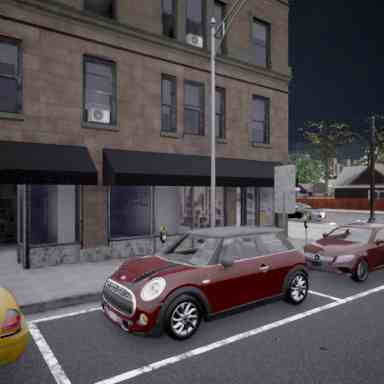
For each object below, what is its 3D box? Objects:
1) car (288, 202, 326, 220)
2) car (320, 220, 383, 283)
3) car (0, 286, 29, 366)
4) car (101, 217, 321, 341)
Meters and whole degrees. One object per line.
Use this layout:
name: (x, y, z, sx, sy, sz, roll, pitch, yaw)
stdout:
car: (8.447, 1.591, 27.078, 2.128, 1.511, 4.902, 0, 0, -37)
car: (4.864, 1.582, 9.643, 4.206, 1.307, 1.802, 0, 0, -35)
car: (-4.270, 1.525, 3.147, 4.829, 1.417, 1.752, 0, 0, -35)
car: (0.366, 1.440, 6.444, 4.097, 1.590, 1.967, 0, 0, -35)
